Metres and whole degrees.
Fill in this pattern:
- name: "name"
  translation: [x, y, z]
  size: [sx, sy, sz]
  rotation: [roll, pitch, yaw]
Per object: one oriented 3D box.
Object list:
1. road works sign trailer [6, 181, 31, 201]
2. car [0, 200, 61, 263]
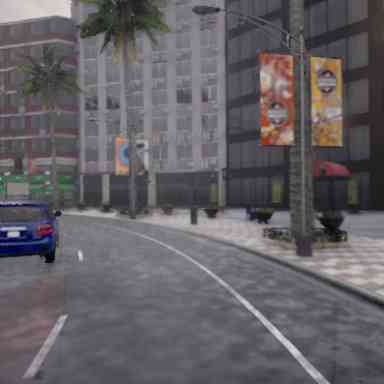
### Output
- name: "road works sign trailer"
  translation: [-17.103, 0.719, 32.572]
  size: [2.880, 3.560, 2.380]
  rotation: [-1, 0, 33]
- name: "car"
  translation: [-6.067, 1.314, 12.095]
  size: [2.150, 2.045, 5.566]
  rotation: [0, 0, -20]
